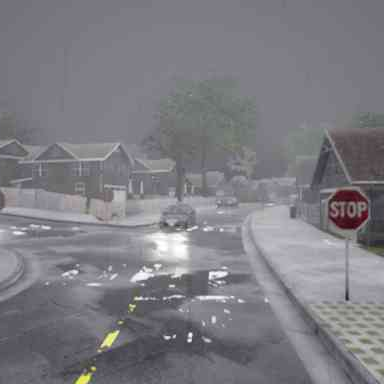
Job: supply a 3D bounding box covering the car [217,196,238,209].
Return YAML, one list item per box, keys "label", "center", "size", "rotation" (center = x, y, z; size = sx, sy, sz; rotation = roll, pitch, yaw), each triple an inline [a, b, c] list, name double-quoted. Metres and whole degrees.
- label: "car"
  center: [5.128, 1.396, 47.375]
  size: [2.097, 1.767, 4.553]
  rotation: [0, -1, 21]

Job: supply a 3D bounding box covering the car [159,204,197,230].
- label: "car"
  center: [-0.827, 1.604, 21.976]
  size: [2.128, 1.511, 4.902]
  rotation: [0, 1, 9]

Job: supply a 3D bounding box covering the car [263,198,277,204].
- label: "car"
  center: [16.745, 1.898, 71.063]
  size: [1.994, 1.385, 4.181]
  rotation: [-1, -1, 31]
